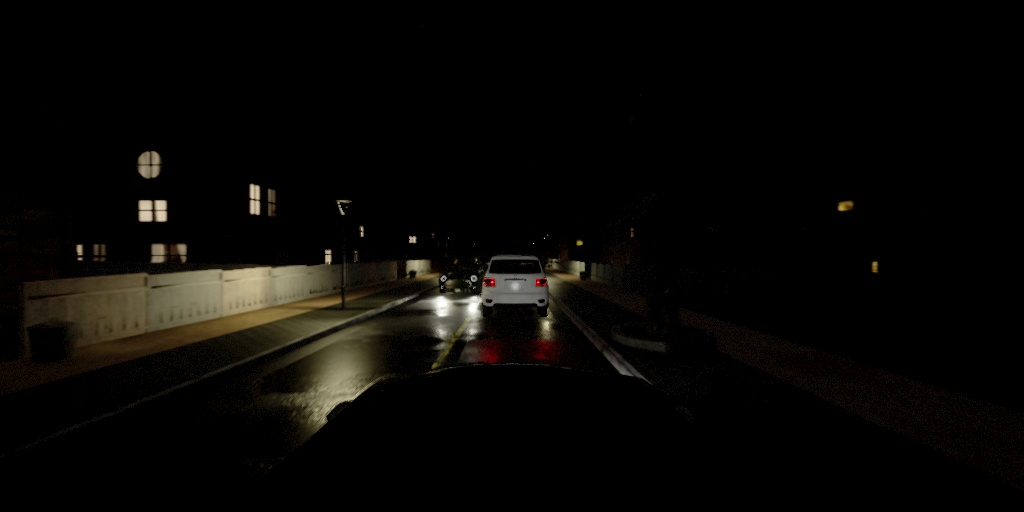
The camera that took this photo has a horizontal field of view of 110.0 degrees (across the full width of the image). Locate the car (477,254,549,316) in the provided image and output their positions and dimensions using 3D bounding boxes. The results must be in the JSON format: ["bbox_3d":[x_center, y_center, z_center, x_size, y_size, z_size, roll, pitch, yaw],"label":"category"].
[{"bbox_3d":[0.099,0.966,13.444,2.150,2.045,5.566,0,0,0],"label":"car"}]

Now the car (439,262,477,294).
[{"bbox_3d":[-2.753,1.158,20.415,2.097,1.767,4.553,0,0,0],"label":"car"}]
